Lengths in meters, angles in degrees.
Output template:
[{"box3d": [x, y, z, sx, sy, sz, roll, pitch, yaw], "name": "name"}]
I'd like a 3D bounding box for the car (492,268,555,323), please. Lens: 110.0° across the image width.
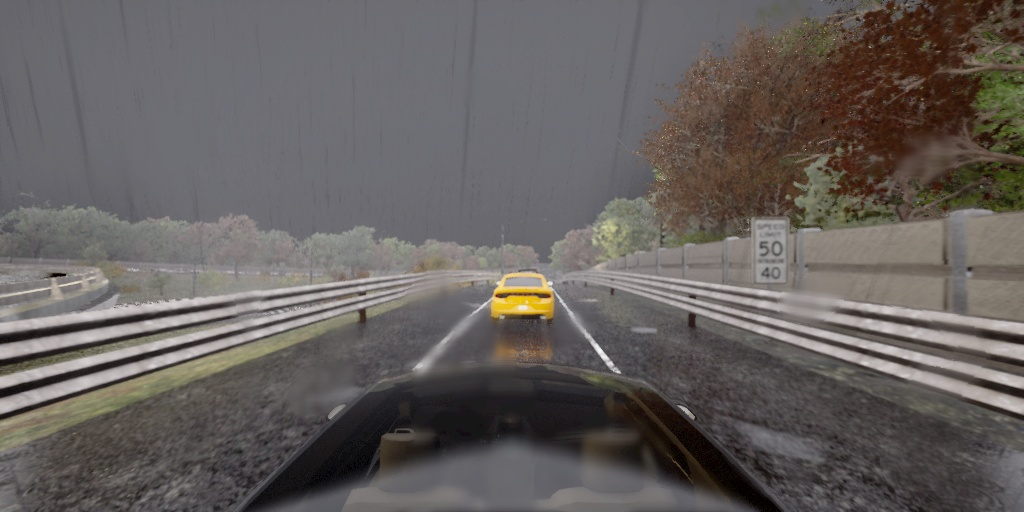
[{"box3d": [0.428, 1.340, 12.636, 1.882, 1.535, 5.008, 0, -1, 3], "name": "car"}]
